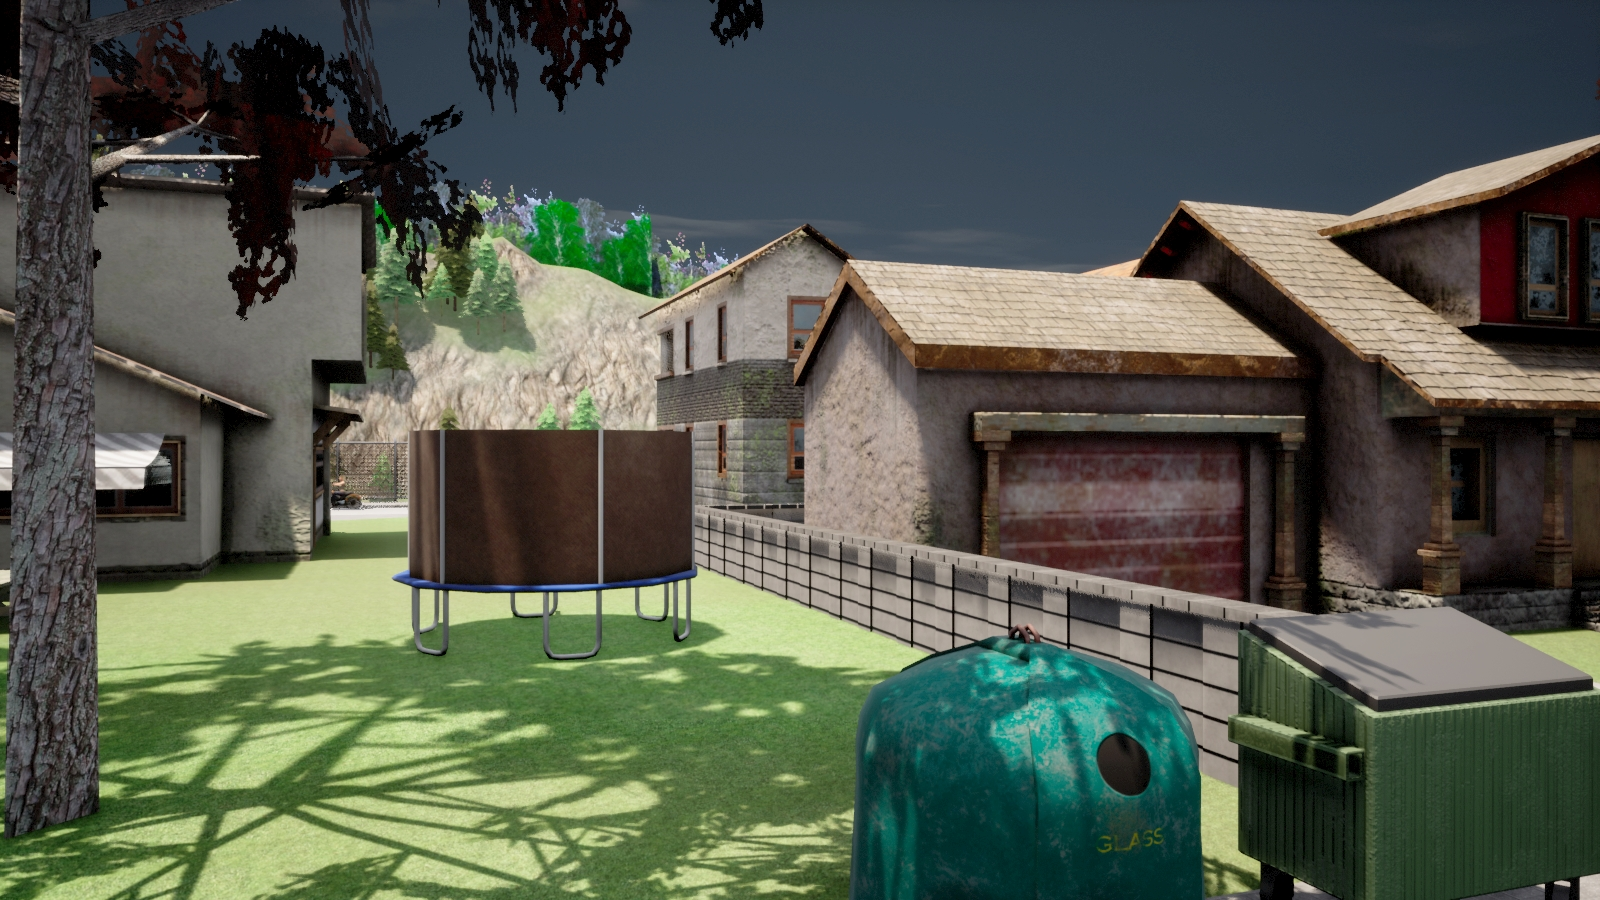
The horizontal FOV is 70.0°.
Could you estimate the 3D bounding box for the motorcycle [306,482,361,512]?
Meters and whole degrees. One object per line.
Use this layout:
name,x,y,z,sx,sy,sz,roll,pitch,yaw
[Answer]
motorcycle,-21.587,2.155,52.927,2.356,1.307,0.764,0,0,-20
